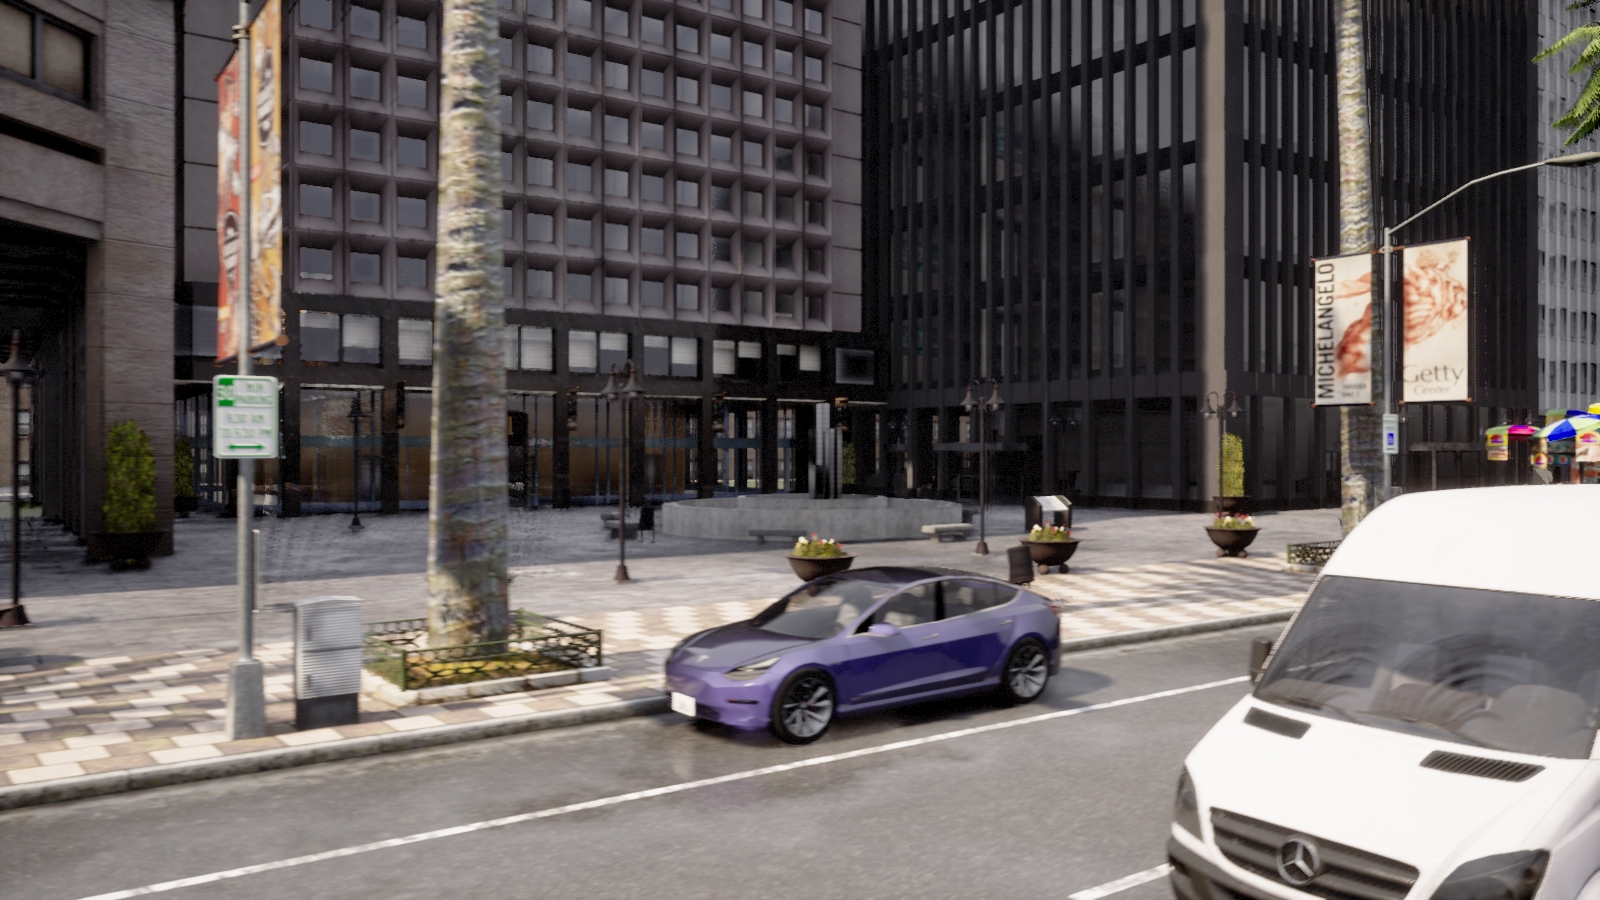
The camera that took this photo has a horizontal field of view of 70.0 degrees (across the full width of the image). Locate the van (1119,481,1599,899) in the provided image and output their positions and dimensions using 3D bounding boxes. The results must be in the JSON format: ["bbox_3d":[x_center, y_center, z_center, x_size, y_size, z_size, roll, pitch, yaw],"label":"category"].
[{"bbox_3d":[4.728,1.535,7.088,5.915,2.561,1.988,0,0,-35],"label":"van"}]
